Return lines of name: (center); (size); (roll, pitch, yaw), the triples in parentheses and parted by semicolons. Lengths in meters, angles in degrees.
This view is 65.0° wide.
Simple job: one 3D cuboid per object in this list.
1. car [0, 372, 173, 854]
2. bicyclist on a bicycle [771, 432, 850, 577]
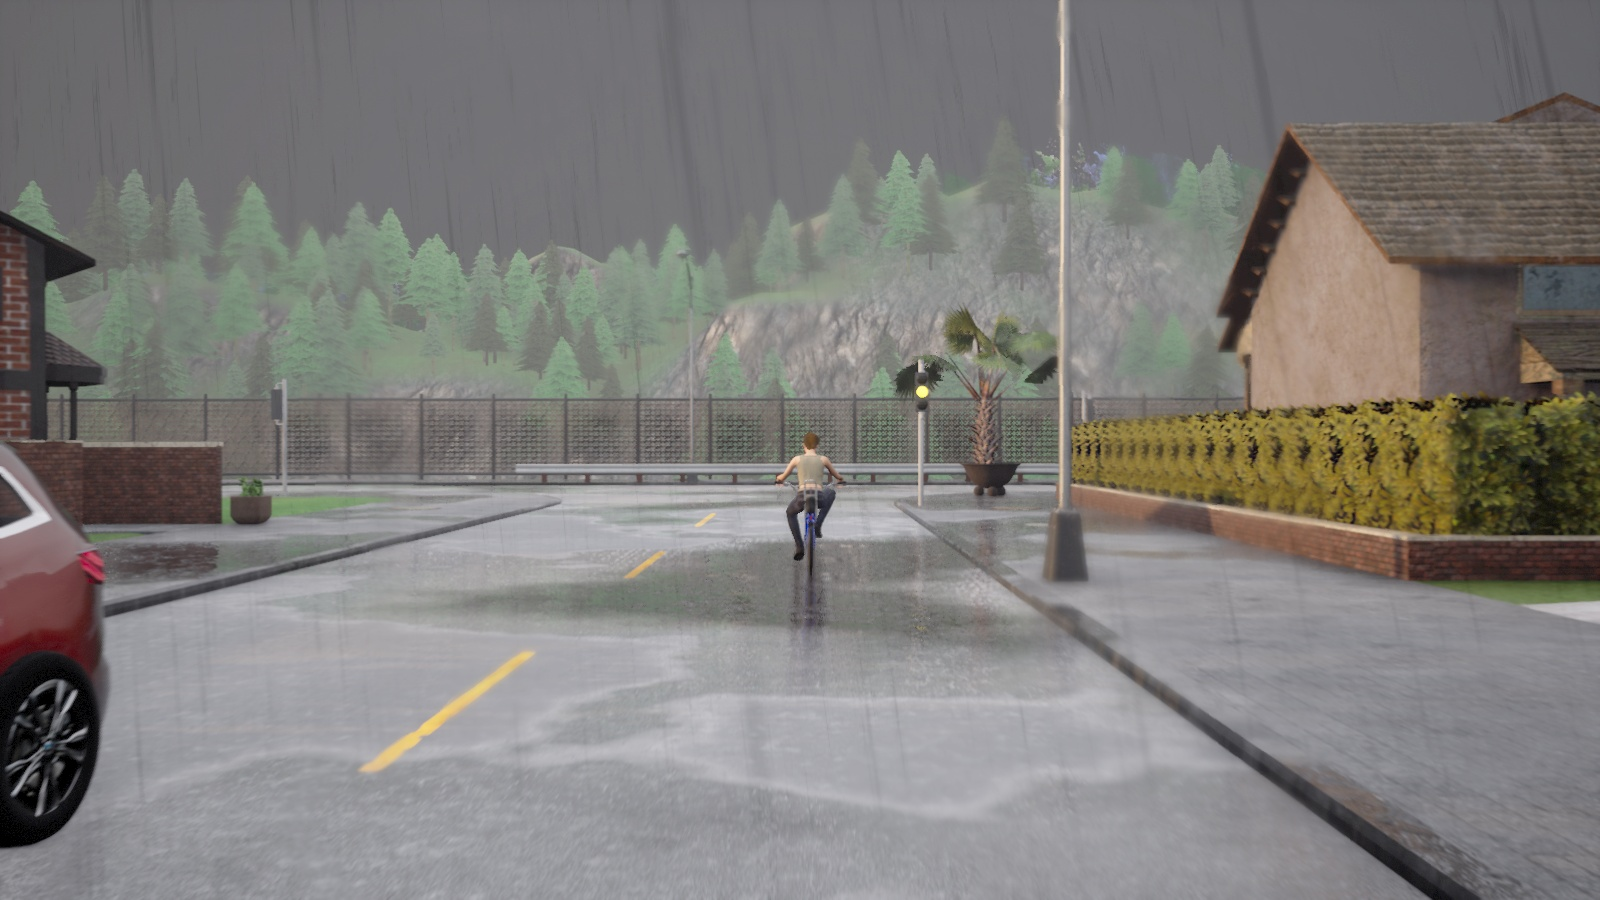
car: (-3.926, 0.570, 3.200); (2.242, 1.667, 4.611); (0, 0, 2)
bicyclist on a bicycle: (0.118, 0.600, 14.683); (0.866, 1.612, 1.509); (0, 0, 0)
